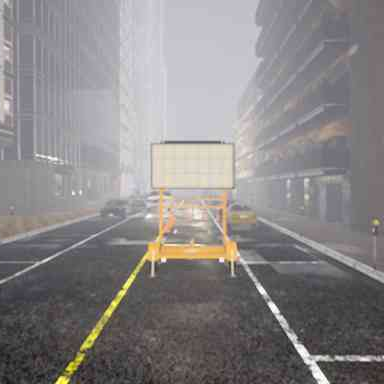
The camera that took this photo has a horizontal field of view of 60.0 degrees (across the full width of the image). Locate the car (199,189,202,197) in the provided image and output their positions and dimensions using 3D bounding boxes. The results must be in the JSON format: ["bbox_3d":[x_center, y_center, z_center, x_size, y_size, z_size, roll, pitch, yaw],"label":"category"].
[{"bbox_3d":[2.811,0.449,59.163,2.192,1.841,5.009,0,1,0],"label":"car"}]

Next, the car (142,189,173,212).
[{"bbox_3d":[-3.033,0.748,31.788,2.150,2.045,5.566,0,1,0],"label":"car"}]

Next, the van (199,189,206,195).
[{"bbox_3d":[2.877,0.002,93.051,1.690,1.788,3.998,0,1,0],"label":"van"}]

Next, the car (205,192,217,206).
[{"bbox_3d":[2.765,1.008,36.575,2.008,1.369,4.403,0,1,0],"label":"car"}]

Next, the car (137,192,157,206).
[{"bbox_3d":[-5.604,0.815,42.238,1.967,1.590,4.097,0,1,0],"label":"car"}]

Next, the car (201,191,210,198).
[{"bbox_3d":[2.833,0.555,70.463,1.802,1.307,4.206,0,1,0],"label":"car"}]

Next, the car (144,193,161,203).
[{"bbox_3d":[-5.593,0.822,47.717,1.752,1.417,4.829,0,1,0],"label":"car"}]

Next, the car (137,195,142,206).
[{"bbox_3d":[-5.615,1.007,36.591,2.008,1.369,4.403,0,1,0],"label":"car"}]

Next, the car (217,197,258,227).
[{"bbox_3d":[2.732,1.228,19.800,1.752,1.417,4.829,0,1,0],"label":"car"}]

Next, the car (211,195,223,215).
[{"bbox_3d":[2.743,1.188,25.279,1.947,1.339,4.313,0,1,0],"label":"car"}]

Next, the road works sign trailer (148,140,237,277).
[{"bbox_3d":[0.021,0.317,9.683,2.380,3.560,2.880,0,1,0],"label":"road works sign trailer"}]

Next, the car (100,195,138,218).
[{"bbox_3d":[-5.638,1.187,25.296,1.947,1.339,4.313,0,1,0],"label":"car"}]

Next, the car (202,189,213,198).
[{"bbox_3d":[2.788,0.736,47.869,1.967,1.590,4.097,0,1,0],"label":"car"}]
